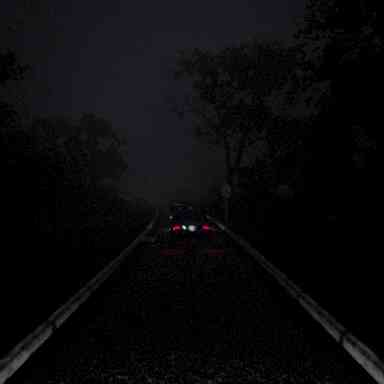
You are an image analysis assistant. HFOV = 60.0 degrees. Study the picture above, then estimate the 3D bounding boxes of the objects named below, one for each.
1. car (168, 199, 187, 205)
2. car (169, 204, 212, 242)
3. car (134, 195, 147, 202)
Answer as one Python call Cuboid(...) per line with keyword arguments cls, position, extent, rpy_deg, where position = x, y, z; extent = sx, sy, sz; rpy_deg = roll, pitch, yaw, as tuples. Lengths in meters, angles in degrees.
Cuboid(cls="car", position=(-1.526, 1.465, 36.288), extent=(2.128, 1.511, 4.902), rpy_deg=(0, 0, -6))
Cuboid(cls="car", position=(-0.108, 1.536, 16.196), extent=(2.033, 1.411, 5.357), rpy_deg=(0, 0, -2))
Cuboid(cls="car", position=(-10.514, 1.278, 69.056), extent=(1.812, 1.442, 4.674), rpy_deg=(0, 0, -14))
